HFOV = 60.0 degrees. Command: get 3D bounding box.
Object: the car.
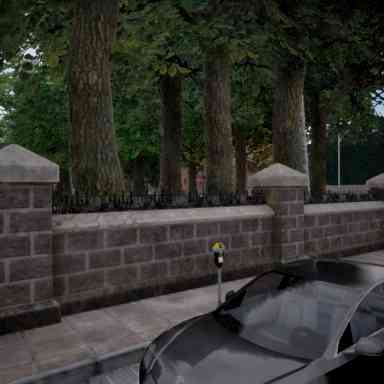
[{"bbox_3d":[1.505,1.565,3.894,4.313,1.339,1.947,0,-1,-36],"label":"car"}]
